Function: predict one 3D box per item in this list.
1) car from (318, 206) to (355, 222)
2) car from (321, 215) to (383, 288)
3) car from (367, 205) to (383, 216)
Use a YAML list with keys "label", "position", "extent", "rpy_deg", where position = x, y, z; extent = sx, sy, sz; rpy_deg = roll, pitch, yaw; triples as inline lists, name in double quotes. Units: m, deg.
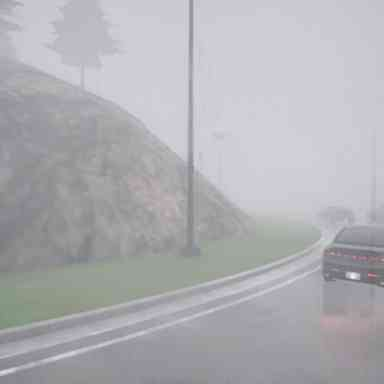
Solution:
- label: "car"
  position: [12.510, 1.975, 29.019]
  extent: [1.837, 1.490, 4.892]
  rpy_deg: [1, -1, 4]
- label: "car"
  position: [5.225, 1.666, 9.440]
  extent: [1.837, 1.490, 4.892]
  rpy_deg: [0, 0, 40]
- label: "car"
  position: [15.738, 1.798, 26.527]
  extent: [2.097, 1.767, 4.553]
  rpy_deg: [0, -1, 8]
